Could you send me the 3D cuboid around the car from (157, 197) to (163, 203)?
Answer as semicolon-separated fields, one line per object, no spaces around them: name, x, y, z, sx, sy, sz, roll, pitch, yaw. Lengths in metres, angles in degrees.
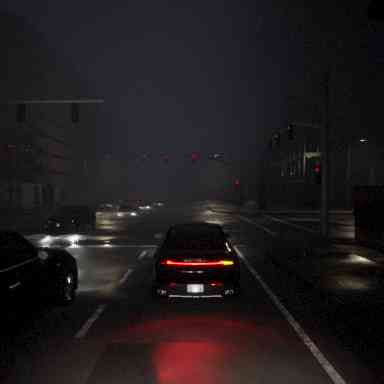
car;-7.186;1.597;68.951;1.895;1.301;4.718;0;0;1

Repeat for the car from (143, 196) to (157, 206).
car;-7.443;1.492;53.500;2.128;1.511;4.902;0;0;1

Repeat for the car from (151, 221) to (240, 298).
car;0.081;1.505;8.476;1.837;1.490;4.892;0;0;0

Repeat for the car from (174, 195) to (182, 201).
car;-3.517;1.553;84.269;1.994;1.385;4.181;0;0;1

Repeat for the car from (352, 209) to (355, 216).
car;15.972;1.656;27.702;4.718;1.301;1.895;0;0;0

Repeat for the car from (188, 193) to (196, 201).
car;-0.014;1.225;84.494;2.150;2.045;5.566;0;0;1

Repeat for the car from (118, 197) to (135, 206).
car;-10.911;1.526;55.640;1.812;1.442;4.674;0;0;1

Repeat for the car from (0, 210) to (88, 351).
car;-3.445;1.352;5.153;2.097;1.767;4.553;0;0;0

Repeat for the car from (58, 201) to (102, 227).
car;-7.186;1.528;20.211;1.837;1.490;4.892;0;0;-1

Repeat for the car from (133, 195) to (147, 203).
car;-10.690;1.478;68.615;1.882;1.535;5.008;0;0;1

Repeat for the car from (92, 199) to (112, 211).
car;-11.161;1.547;40.057;2.033;1.411;5.357;0;0;4

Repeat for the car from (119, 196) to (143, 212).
car;-7.427;1.478;39.701;1.882;1.535;5.008;0;0;0
